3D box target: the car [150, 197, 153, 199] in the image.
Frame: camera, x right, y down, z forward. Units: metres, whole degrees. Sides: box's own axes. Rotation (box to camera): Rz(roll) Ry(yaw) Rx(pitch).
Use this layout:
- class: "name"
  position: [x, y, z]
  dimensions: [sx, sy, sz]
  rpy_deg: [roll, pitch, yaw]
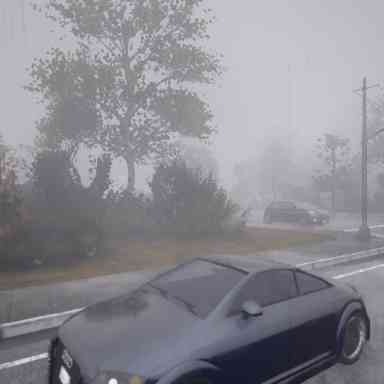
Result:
- class: "car"
  position: [-6.088, 1.849, 53.064]
  dimensions: [5.566, 2.045, 2.150]
  rpy_deg: [-2, -1, 40]

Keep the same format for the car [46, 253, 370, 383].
- class: "car"
  position: [0.431, 1.564, 4.281]
  dimensions: [4.181, 1.385, 1.994]
  rpy_deg: [0, 0, -35]

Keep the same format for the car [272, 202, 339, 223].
- class: "car"
  position: [9.119, 1.594, 27.090]
  dimensions: [1.837, 1.490, 4.892]
  rpy_deg: [0, 0, -41]

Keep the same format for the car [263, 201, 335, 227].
- class: "car"
  position: [7.341, 1.428, 23.670]
  dimensions: [2.097, 1.767, 4.553]
  rpy_deg: [0, -1, -38]
